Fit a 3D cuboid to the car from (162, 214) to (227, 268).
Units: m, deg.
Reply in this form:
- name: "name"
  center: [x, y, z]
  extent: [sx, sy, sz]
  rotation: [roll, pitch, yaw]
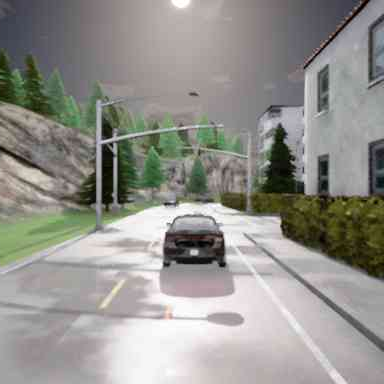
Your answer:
- name: "car"
  center: [0.077, 1.482, 11.413]
  extent: [1.882, 1.535, 5.008]
  rotation: [0, 0, 0]

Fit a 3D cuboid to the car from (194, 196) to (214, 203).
- name: "car"
  center: [2.509, 1.568, 67.976]
  extent: [2.033, 1.411, 5.357]
  rotation: [0, 0, 35]

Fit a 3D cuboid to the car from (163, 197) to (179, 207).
- name: "car"
  center: [-3.212, 1.565, 52.522]
  extent: [2.033, 1.411, 5.357]
  rotation: [0, 0, 6]
